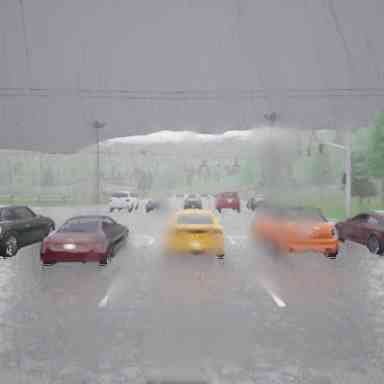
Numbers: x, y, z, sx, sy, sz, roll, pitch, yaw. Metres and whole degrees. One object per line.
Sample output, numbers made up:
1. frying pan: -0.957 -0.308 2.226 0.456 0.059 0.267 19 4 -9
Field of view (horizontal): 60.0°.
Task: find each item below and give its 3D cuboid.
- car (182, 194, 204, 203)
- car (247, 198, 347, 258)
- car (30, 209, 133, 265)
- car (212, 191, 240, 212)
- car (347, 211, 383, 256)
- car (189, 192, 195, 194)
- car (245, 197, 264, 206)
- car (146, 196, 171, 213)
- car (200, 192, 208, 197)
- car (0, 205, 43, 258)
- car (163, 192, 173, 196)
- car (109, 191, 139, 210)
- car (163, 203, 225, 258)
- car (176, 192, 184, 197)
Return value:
1. car: 0.089 1.247 35.959 1.812 1.442 4.674 0 0 0
2. car: 3.596 1.254 12.424 2.097 1.767 4.553 0 0 0
3. car: -3.407 1.476 11.297 1.994 1.385 4.181 0 0 0
4. car: 3.602 0.957 34.150 2.150 2.045 5.566 0 0 0
5. car: 7.096 1.427 12.608 1.812 1.442 4.674 0 1 0
6. car: 0.010 0.818 93.612 2.033 1.411 5.357 0 0 0
7. car: 7.104 1.247 35.948 1.812 1.442 4.674 0 0 0
8. car: -3.397 1.343 33.359 1.895 1.301 4.718 0 0 0
9. car: 3.510 0.800 93.803 1.812 1.442 4.674 0 0 0
10. car: -6.904 1.254 12.490 2.097 1.767 4.553 0 0 0
11. car: -6.990 0.801 93.954 2.128 1.511 4.902 0 0 0
12. car: -6.897 0.958 34.095 2.150 2.045 5.566 0 0 0
13. car: 0.096 1.382 12.291 1.882 1.535 5.008 0 1 0
14. car: -3.490 0.826 94.248 1.994 1.385 4.181 0 0 0
